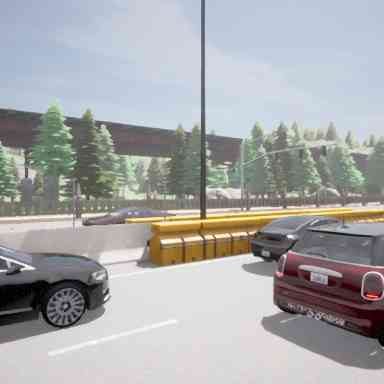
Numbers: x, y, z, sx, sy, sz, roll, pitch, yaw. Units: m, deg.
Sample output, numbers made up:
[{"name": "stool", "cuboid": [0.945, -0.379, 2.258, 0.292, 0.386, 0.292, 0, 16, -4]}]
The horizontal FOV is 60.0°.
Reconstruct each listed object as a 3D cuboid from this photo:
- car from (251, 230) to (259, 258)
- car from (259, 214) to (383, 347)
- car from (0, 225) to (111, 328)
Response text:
[{"name": "car", "cuboid": [4.072, 1.506, 10.948, 4.892, 1.490, 1.837, 0, 0, -36]}, {"name": "car", "cuboid": [3.688, 1.352, 6.378, 4.553, 1.767, 2.097, 0, 0, -36]}, {"name": "car", "cuboid": [-3.795, 1.491, 5.340, 4.902, 1.511, 2.128, 0, 0, -35]}]
